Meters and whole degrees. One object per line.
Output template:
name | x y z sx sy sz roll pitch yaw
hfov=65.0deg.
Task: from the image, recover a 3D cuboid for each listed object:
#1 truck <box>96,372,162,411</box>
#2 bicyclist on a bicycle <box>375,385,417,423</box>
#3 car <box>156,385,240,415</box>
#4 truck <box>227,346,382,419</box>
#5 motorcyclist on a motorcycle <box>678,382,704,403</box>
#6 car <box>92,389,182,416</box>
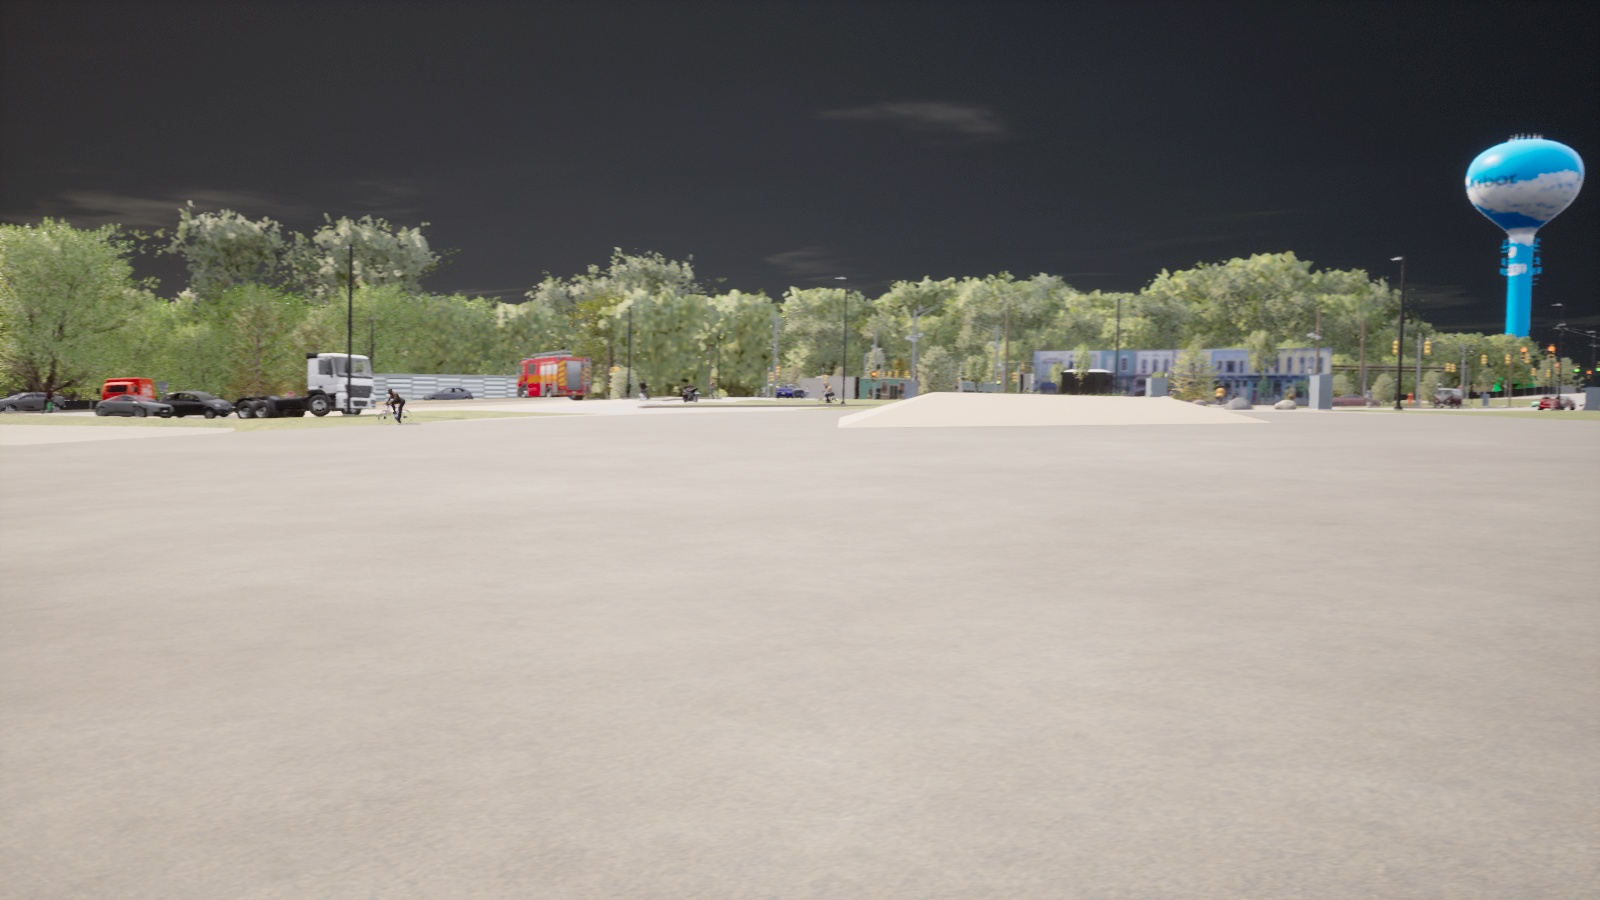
truck | -45.530 -3.967 85.362 2.627 2.467 5.204 -3 3 -14
bicyclist on a bicycle | -17.930 -2.039 55.700 0.582 1.620 1.656 3 5 42
car | -35.319 -2.959 73.748 3.988 1.617 1.851 0 7 5
truck | -26.987 -3.589 68.373 7.936 3.462 2.891 -2 0 21
motorcyclist on a motorcycle | -8.014 -4.237 92.391 0.866 1.530 2.191 1 3 -34
car | -36.926 -2.656 69.971 4.181 1.385 1.994 2 2 16
